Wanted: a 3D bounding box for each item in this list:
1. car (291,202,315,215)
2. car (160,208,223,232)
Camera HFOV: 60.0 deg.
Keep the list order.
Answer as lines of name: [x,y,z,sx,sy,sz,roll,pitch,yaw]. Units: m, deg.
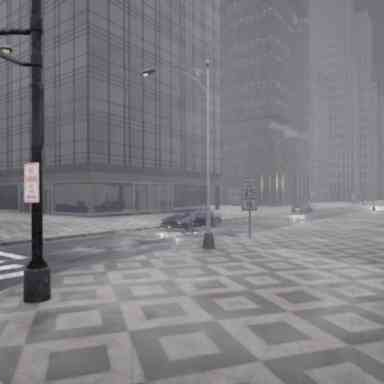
car: [14.267,2.093,42.657,2.128,1.511,4.902,0,-1,35]
car: [0.130,1.827,22.842,2.033,1.411,5.357,0,-1,35]
